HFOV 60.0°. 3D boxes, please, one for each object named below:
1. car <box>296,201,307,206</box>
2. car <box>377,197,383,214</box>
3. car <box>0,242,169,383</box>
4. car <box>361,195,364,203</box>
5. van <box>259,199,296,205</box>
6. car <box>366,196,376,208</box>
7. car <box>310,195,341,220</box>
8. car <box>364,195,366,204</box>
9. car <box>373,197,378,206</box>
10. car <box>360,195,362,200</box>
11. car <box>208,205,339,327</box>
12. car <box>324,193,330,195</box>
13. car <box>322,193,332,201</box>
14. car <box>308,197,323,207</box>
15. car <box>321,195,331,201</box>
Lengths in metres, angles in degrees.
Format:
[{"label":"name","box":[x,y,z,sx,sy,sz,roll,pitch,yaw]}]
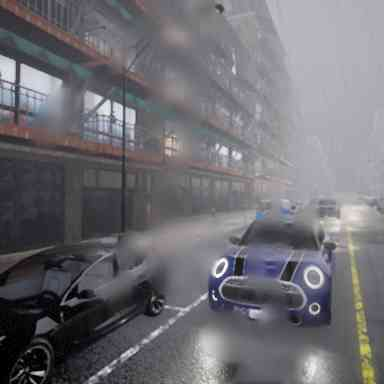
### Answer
[{"label":"car","box":[7.487,1.550,25.886,1.887,1.381,4.507,1,0,24]},{"label":"car","box":[19.784,1.437,32.690,1.967,1.590,4.097,1,0,24]},{"label":"car","box":[-1.897,1.569,5.233,1.947,1.339,4.313,1,0,24]},{"label":"car","box":[31.511,1.532,58.505,2.008,1.369,4.403,1,0,24]},{"label":"van","box":[5.144,1.347,20.722,1.690,1.788,3.998,1,0,24]},{"label":"car","box":[26.821,1.429,48.178,1.967,1.590,4.097,1,0,24]},{"label":"car","box":[11.701,1.355,28.688,2.097,1.767,4.553,0,0,24]},{"label":"car","box":[29.166,1.530,53.342,1.887,1.381,4.507,1,0,24]},{"label":"car","box":[22.130,1.576,37.854,1.802,1.307,4.206,1,0,24]},{"label":"car","box":[33.857,1.528,63.667,2.008,1.369,4.403,1,0,24]},{"label":"car","box":[1.994,1.354,7.322,2.097,1.767,4.553,0,0,24]},{"label":"car","box":[26.256,1.422,67.193,1.967,1.590,4.097,1,0,24]},{"label":"car","box":[35.641,1.276,87.843,2.192,1.841,5.009,1,0,24]},{"label":"car","box":[19.217,1.559,51.705,1.947,1.339,4.313,1,0,24]},{"label":"car","box":[33.293,1.518,82.683,2.008,1.369,4.403,1,0,24]}]
